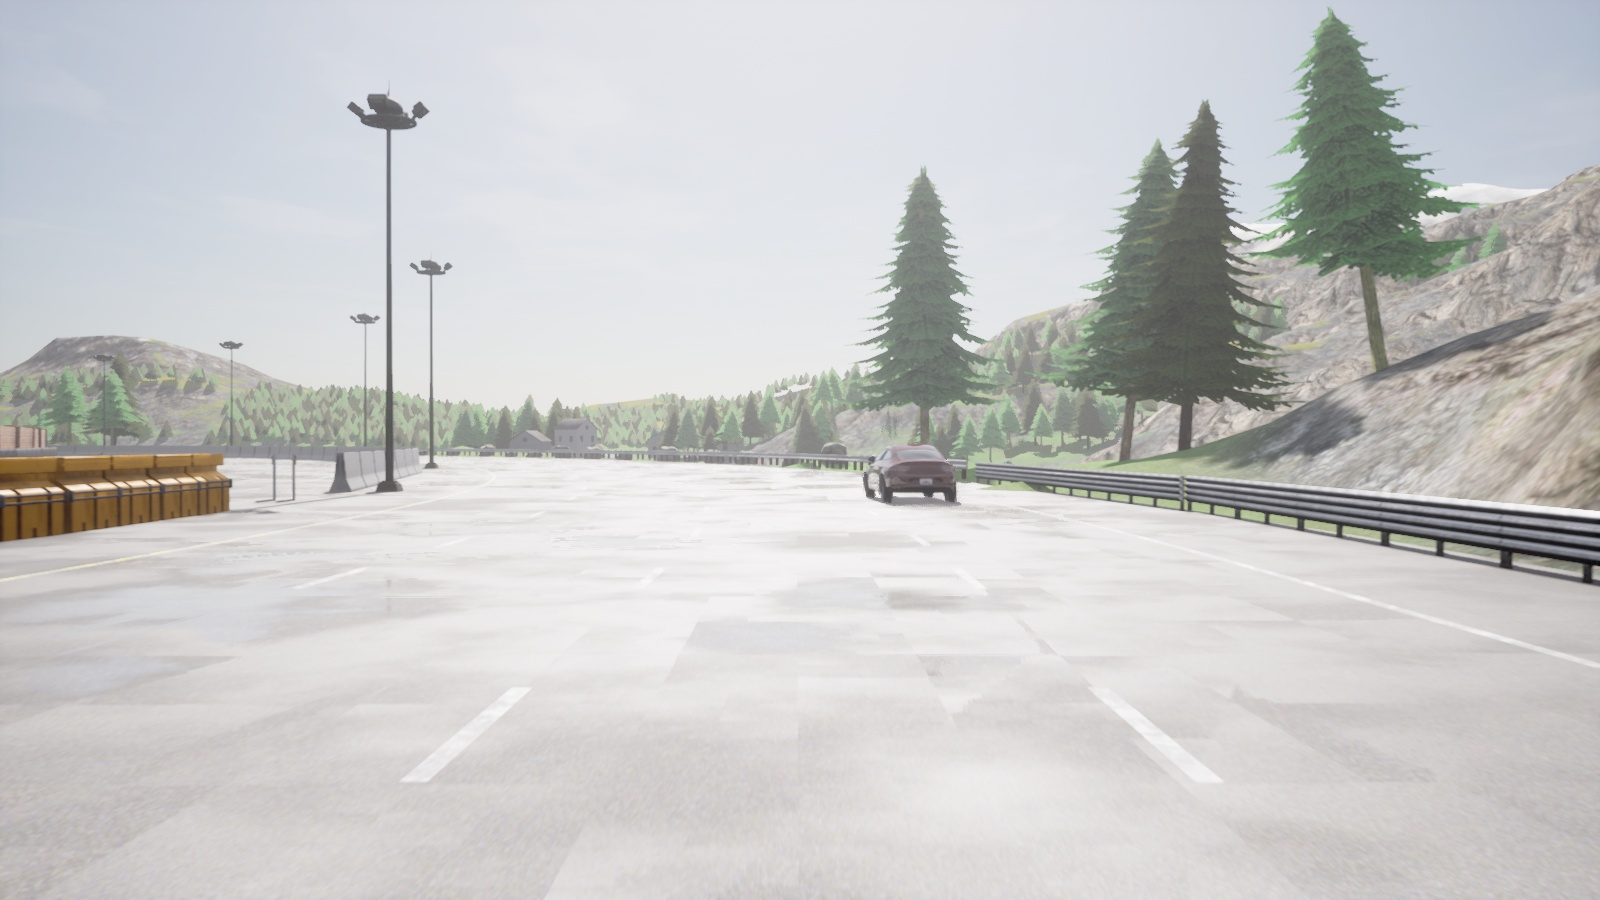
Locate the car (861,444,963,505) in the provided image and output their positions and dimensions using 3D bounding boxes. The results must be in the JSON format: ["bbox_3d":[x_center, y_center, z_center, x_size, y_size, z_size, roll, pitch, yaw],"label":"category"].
[{"bbox_3d":[2.804,0.573,32.488,1.812,1.442,4.674,0,1,-5],"label":"car"}]
